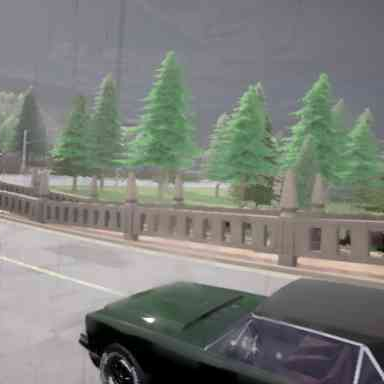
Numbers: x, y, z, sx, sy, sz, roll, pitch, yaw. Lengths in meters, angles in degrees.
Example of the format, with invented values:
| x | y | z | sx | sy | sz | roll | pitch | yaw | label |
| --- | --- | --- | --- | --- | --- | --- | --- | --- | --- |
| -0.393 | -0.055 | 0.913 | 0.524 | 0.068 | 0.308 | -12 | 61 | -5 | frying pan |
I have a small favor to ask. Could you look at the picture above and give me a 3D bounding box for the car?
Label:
| x | y | z | sx | sy | sz | roll | pitch | yaw | label |
| --- | --- | --- | --- | --- | --- | --- | --- | --- | --- |
| 1.014 | 1.595 | 3.267 | 4.718 | 1.301 | 1.895 | 0 | 0 | 36 | car |
